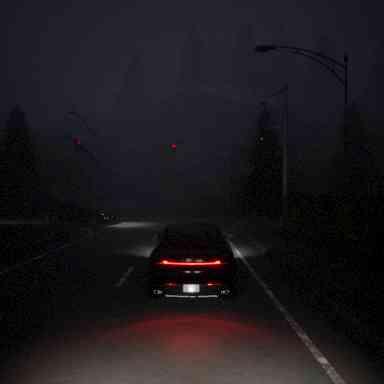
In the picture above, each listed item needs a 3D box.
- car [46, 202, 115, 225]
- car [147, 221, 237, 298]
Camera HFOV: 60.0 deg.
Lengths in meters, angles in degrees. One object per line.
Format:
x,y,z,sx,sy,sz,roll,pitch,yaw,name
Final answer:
-7.875,1.507,23.593,4.892,1.490,1.837,-1,-1,12,car
0.028,1.505,8.477,1.837,1.490,4.892,0,0,1,car
